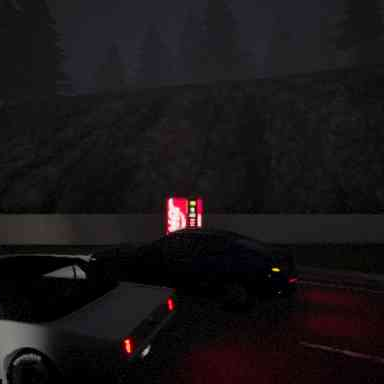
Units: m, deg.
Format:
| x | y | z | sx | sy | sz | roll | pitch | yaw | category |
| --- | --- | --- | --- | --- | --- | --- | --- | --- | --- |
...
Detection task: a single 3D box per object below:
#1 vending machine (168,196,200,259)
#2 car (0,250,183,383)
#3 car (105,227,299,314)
| x | y | z | sx | sy | sz | roll | pitch | yaw | category |
| --- | --- | --- | --- | --- | --- | --- | --- | --- | --- |
| -0.263 | 1.195 | 11.787 | 0.880 | 2.100 | 1.100 | 0 | 0 | 14 | vending machine |
| -2.688 | 1.601 | 4.597 | 4.718 | 1.301 | 1.895 | 0 | 0 | 15 | car |
| -0.088 | 1.526 | 7.365 | 4.674 | 1.442 | 1.812 | 0 | 0 | 20 | car |
